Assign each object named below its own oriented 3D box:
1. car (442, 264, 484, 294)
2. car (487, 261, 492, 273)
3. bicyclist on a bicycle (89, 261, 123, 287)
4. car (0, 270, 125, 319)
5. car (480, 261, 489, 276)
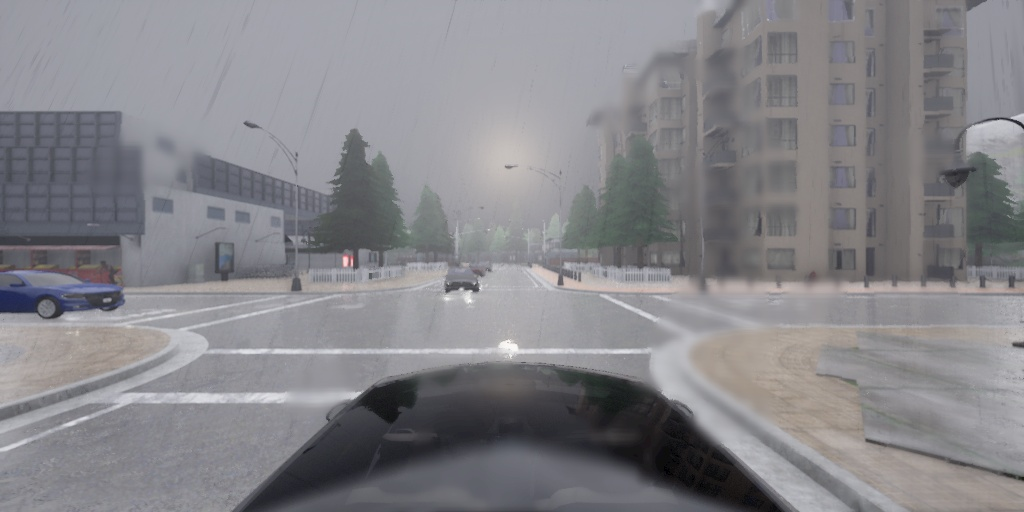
[{"bbox_3d":[-3.043,1.341,21.023,2.033,1.411,5.357,0,0,-10],"label":"car"},{"bbox_3d":[-3.630,1.420,47.492,2.033,1.411,5.357,0,0,0],"label":"car"},{"bbox_3d":[-22.396,1.084,19.794,0.582,1.620,1.656,0,0,0],"label":"bicyclist on a bicycle"},{"bbox_3d":[-16.306,1.241,12.259,5.008,1.535,1.882,0,0,0],"label":"car"},{"bbox_3d":[-3.646,1.442,35.518,1.895,1.301,4.718,0,0,0],"label":"car"}]
